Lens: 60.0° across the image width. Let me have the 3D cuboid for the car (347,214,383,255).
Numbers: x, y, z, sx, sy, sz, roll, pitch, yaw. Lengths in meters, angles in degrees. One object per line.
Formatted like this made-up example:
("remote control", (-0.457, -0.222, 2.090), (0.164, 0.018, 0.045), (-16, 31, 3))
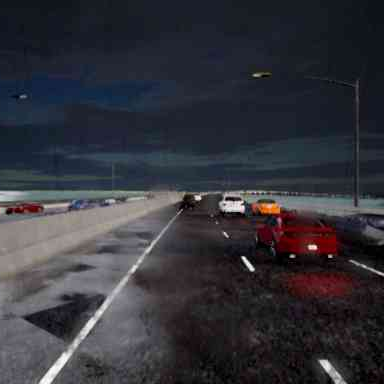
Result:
("car", (7.142, 1.590, 13.534), (2.033, 1.411, 5.357), (0, 0, 0))

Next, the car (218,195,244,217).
("car", (3.816, 1.314, 32.885), (2.150, 2.045, 5.566), (0, 0, 1))

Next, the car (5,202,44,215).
("car", (-17.358, 1.696, 34.659), (1.895, 1.301, 4.718), (0, 0, 1))

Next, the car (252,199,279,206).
("car", (7.324, 1.446, 33.364), (2.097, 1.767, 4.553), (0, 0, 1))

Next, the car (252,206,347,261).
("car", (3.639, 1.516, 12.469), (1.882, 1.535, 5.008), (0, 0, 0))

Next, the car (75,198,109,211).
("car", (-10.341, 1.449, 35.519), (2.097, 1.767, 4.553), (0, 0, 1))

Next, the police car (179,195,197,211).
("police car", (-0.679, 1.545, 44.009), (1.930, 1.638, 5.238), (0, 0, 1))

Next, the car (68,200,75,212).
("car", (-13.753, 1.590, 41.246), (1.882, 1.535, 5.008), (0, 0, 1))

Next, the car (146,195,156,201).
("car", (-9.398, 1.531, 76.891), (1.837, 1.490, 4.892), (0, 0, 2))

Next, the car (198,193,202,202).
("car", (1.142, 1.266, 78.571), (2.150, 2.045, 5.566), (0, 0, 2))

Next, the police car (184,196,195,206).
("police car", (-0.371, 1.578, 59.982), (1.930, 1.638, 5.238), (0, 0, 1))

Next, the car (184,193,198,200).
("car", (-0.498, 1.366, 53.914), (2.150, 2.045, 5.566), (0, 0, 1))

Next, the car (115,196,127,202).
("car", (-16.395, 1.571, 77.091), (2.033, 1.411, 5.357), (0, 0, 2))
